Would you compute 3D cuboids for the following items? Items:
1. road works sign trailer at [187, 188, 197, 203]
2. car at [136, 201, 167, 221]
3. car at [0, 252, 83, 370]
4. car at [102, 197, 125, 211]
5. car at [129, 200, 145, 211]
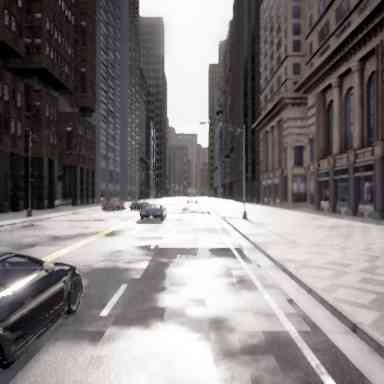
[{"bbox_3d":[-0.003,0.794,78.376,2.380,3.560,2.880,0,0,0],"label":"road works sign trailer"},{"bbox_3d":[-3.152,1.659,27.955,1.895,1.301,4.718,0,0,0],"label":"car"},{"bbox_3d":[-3.151,1.572,4.943,1.994,1.385,4.181,0,0,0],"label":"car"},{"bbox_3d":[-9.834,1.463,41.930,2.097,1.767,4.553,0,0,0],"label":"car"},{"bbox_3d":[-6.585,1.676,41.820,1.994,1.385,4.181,0,0,0],"label":"car"}]
